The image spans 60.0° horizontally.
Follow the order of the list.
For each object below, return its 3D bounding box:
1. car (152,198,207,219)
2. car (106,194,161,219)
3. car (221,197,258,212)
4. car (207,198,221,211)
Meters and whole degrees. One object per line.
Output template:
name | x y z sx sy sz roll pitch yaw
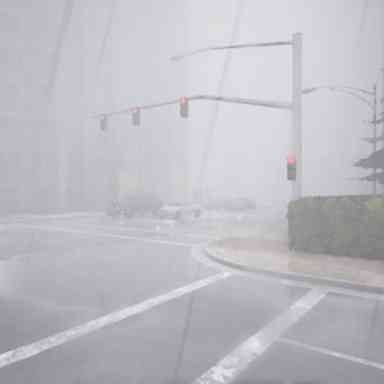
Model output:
car | -0.948 1.484 28.619 1.812 1.442 4.674 0 0 36
car | -4.844 1.172 29.253 2.150 2.045 5.566 0 0 36
car | 5.633 1.314 37.614 2.097 1.767 4.553 0 0 36
car | 3.272 1.454 40.309 1.837 1.490 4.892 0 0 36
